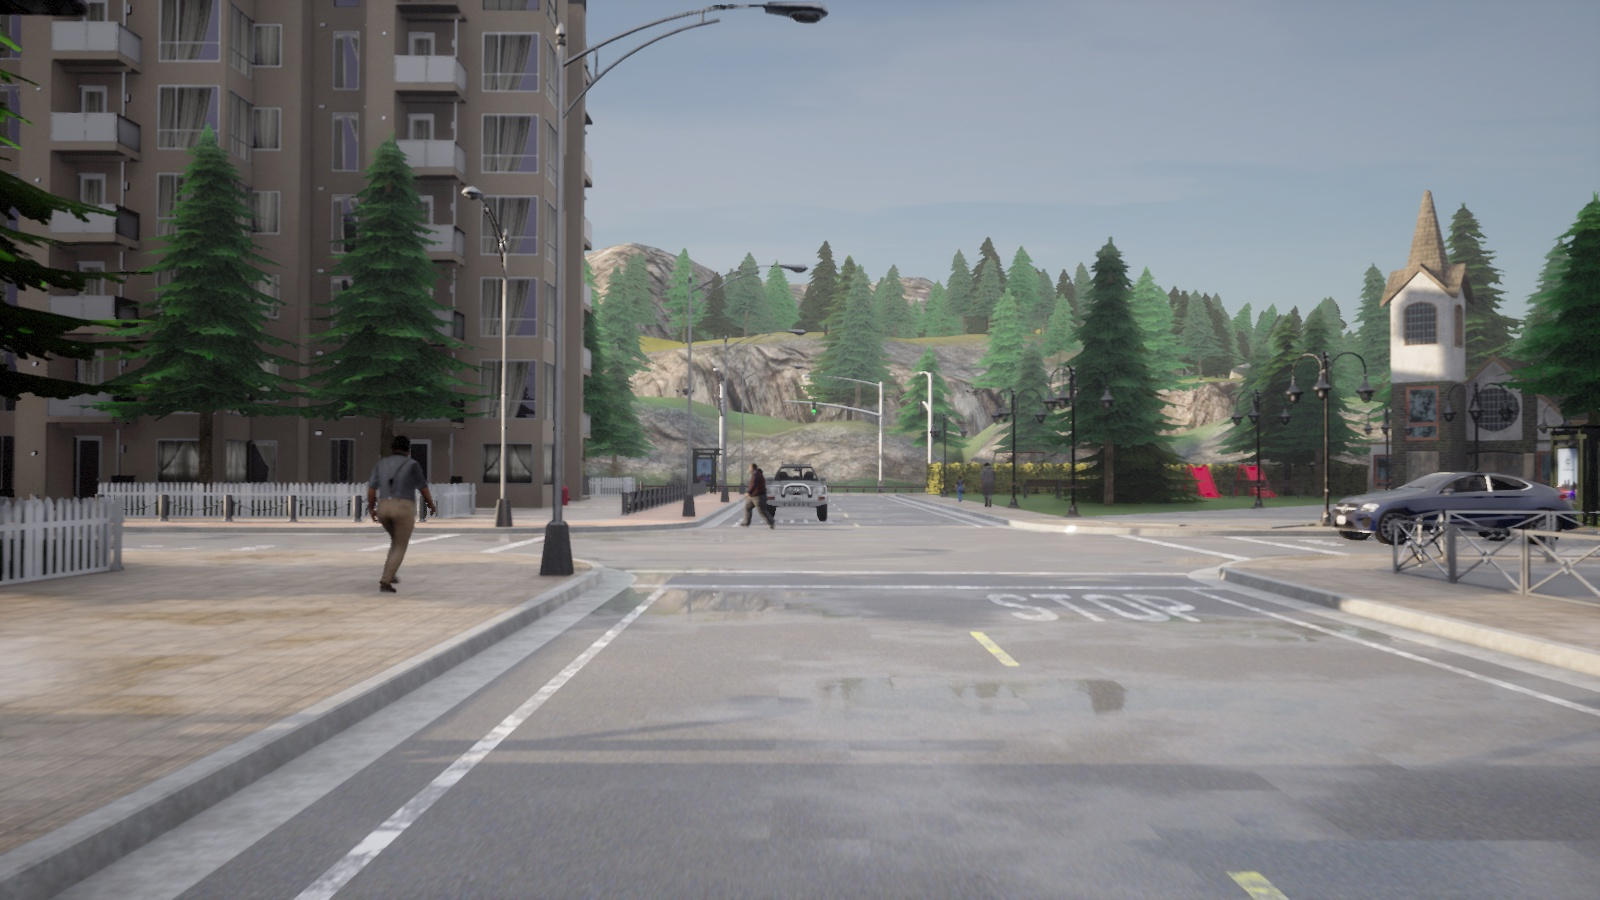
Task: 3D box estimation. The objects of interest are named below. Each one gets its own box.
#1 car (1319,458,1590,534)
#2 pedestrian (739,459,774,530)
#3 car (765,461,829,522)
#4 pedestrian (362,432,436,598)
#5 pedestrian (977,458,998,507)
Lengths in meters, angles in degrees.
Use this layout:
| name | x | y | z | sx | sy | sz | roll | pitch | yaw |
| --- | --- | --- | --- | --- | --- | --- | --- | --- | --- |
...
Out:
| name | x | y | z | sx | sy | sz | roll | pitch | yaw |
| --- | --- | --- | --- | --- | --- | --- | --- | --- | --- |
| car | 14.796 | 1.029 | 28.602 | 5.027 | 1.651 | 2.152 | 0 | -1 | -1 |
| pedestrian | -1.139 | 1.169 | 33.133 | 0.899 | 1.844 | 0.634 | 0 | -1 | 0 |
| car | -0.105 | 1.307 | 40.331 | 1.932 | 1.855 | 4.605 | 0 | -1 | 0 |
| pedestrian | -4.600 | 0.733 | 14.429 | 0.540 | 1.848 | 0.694 | 0 | -1 | 10 |
| pedestrian | 7.538 | 1.290 | 50.480 | 0.659 | 1.952 | 0.873 | 0 | -1 | -2 |
